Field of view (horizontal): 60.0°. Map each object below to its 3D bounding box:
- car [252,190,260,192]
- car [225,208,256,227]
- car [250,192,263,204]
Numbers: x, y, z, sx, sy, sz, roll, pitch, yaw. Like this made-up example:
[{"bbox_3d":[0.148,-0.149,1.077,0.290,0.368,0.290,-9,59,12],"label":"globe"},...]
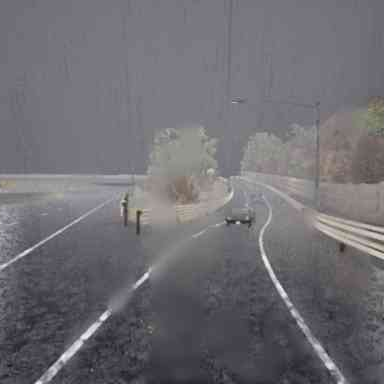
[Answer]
[{"bbox_3d":[12.686,0.440,65.757,2.097,1.767,4.553,0,4,8],"label":"car"},{"bbox_3d":[3.851,1.887,25.526,1.895,1.301,4.718,1,0,16],"label":"car"},{"bbox_3d":[10.933,1.257,55.466,2.033,1.411,5.357,0,3,10],"label":"car"}]
